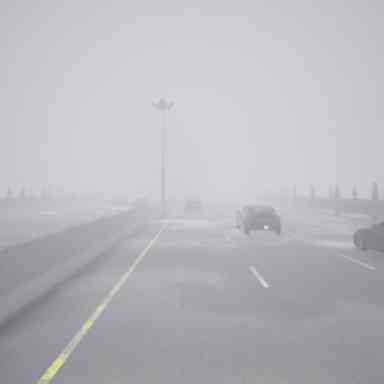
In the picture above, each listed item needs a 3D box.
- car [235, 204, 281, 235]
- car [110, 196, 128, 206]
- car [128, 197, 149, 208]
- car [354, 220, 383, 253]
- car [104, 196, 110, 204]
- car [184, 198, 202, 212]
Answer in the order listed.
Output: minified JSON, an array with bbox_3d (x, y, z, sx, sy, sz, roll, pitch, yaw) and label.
[{"bbox_3d":[3.608,1.453,18.600,1.837,1.490,4.892,0,0,0],"label":"car"},{"bbox_3d":[-10.552,1.387,50.231,1.812,1.442,4.674,0,0,0],"label":"car"},{"bbox_3d":[-7.066,1.419,46.234,2.033,1.411,5.357,0,0,0],"label":"car"},{"bbox_3d":[7.105,1.495,10.805,1.812,1.442,4.674,0,0,0],"label":"car"},{"bbox_3d":[-14.010,1.385,58.815,2.033,1.411,5.357,0,0,1],"label":"car"},{"bbox_3d":[0.116,1.387,37.538,2.128,1.511,4.902,0,0,0],"label":"car"}]
